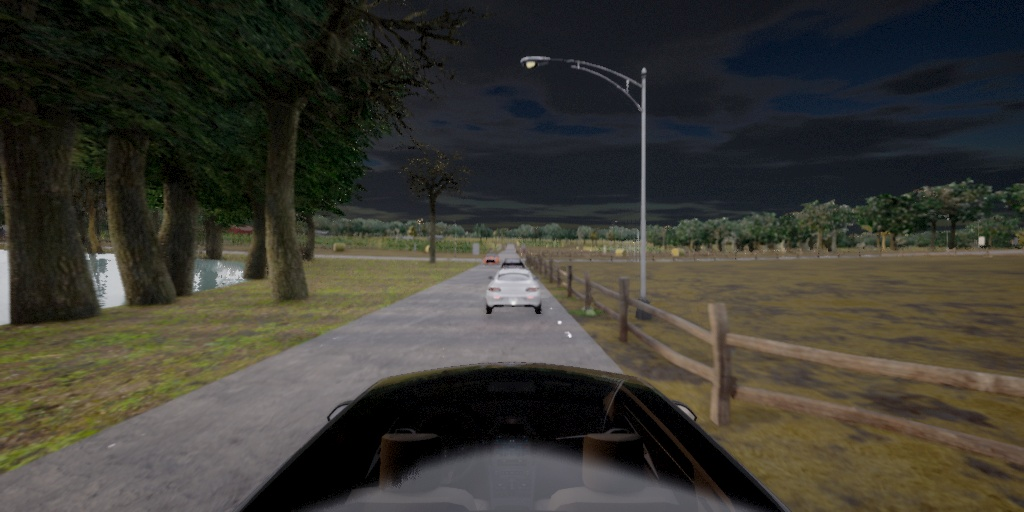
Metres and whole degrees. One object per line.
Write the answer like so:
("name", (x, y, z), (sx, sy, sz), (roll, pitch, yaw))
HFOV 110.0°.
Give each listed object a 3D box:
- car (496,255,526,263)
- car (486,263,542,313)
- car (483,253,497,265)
("car", (0.077, 0.878, 29.011), (2.128, 1.511, 4.902), (0, 1, 0))
("car", (0.070, 1.151, 13.172), (1.812, 1.442, 4.674), (0, 1, 1))
("car", (-2.810, 0.363, 49.573), (2.097, 1.767, 4.553), (0, 1, 0))
